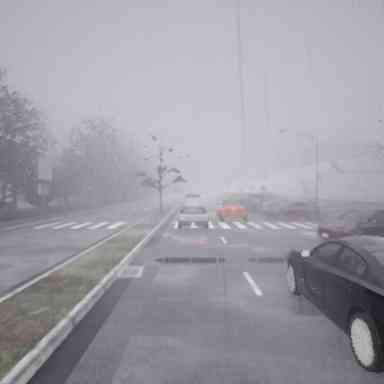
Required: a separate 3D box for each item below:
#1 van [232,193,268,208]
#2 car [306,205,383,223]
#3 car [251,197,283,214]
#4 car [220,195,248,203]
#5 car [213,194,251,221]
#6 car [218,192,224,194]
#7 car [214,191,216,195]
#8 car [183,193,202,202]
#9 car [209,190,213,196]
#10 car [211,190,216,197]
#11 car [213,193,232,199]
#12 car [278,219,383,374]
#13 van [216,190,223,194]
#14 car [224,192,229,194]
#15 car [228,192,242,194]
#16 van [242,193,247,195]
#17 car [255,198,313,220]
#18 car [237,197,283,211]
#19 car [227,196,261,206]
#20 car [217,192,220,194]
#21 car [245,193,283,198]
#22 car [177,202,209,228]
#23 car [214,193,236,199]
[{"bbox_3d":[7.906,1.166,45.138,4.442,1.987,1.878,1,0,-20],"label":"van"},{"bbox_3d":[8.025,1.508,15.246,4.792,1.488,2.163,1,0,-20],"label":"car"},{"bbox_3d":[8.026,1.476,30.270,4.674,1.452,2.002,1,0,-20],"label":"car"},{"bbox_3d":[8.014,1.308,63.107,4.792,1.488,2.163,1,0,-20],"label":"car"},{"bbox_3d":[3.065,1.309,26.647,2.097,1.767,4.553,0,0,0],"label":"car"},{"bbox_3d":[7.820,1.301,60.037,5.366,1.575,1.946,1,1,-20],"label":"car"},{"bbox_3d":[7.949,1.030,72.036,4.553,1.767,2.185,0,1,-20],"label":"car"},{"bbox_3d":[0.053,1.136,40.804,2.150,2.045,5.566,0,0,-1],"label":"car"},{"bbox_3d":[7.788,0.945,83.912,5.366,1.575,1.946,0,1,-20],"label":"car"},{"bbox_3d":[7.795,1.051,77.947,5.366,1.575,1.946,0,1,-20],"label":"car"},{"bbox_3d":[7.953,0.941,86.961,4.674,1.452,2.002,0,1,-20],"label":"car"},{"bbox_3d":[3.092,1.486,5.655,1.882,1.535,5.008,0,0,0],"label":"car"},{"bbox_3d":[7.875,0.975,69.008,4.442,1.987,1.878,0,1,-20],"label":"van"},{"bbox_3d":[8.037,1.133,48.181,5.566,2.045,2.435,1,0,-20],"label":"car"},{"bbox_3d":[7.994,1.150,42.185,5.566,2.045,2.435,1,0,-20],"label":"car"},{"bbox_3d":[8.134,1.195,36.277,4.442,1.987,1.878,1,0,-20],"label":"van"},{"bbox_3d":[8.009,1.474,27.252,4.792,1.488,2.163,1,0,-20],"label":"car"},{"bbox_3d":[8.013,1.411,39.217,4.892,1.521,2.231,1,0,-20],"label":"car"},{"bbox_3d":[8.000,1.409,51.154,4.674,1.452,2.002,1,0,-20],"label":"car"},{"bbox_3d":[7.979,1.280,66.079,4.674,1.452,2.002,0,1,-20],"label":"car"},{"bbox_3d":[7.999,1.302,33.242,4.553,1.767,2.185,1,0,-20],"label":"car"},{"bbox_3d":[0.071,1.573,21.713,1.895,1.301,4.718,0,0,0],"label":"car"},{"bbox_3d":[7.991,1.032,81.009,4.792,1.488,2.163,0,1,-20],"label":"car"}]
